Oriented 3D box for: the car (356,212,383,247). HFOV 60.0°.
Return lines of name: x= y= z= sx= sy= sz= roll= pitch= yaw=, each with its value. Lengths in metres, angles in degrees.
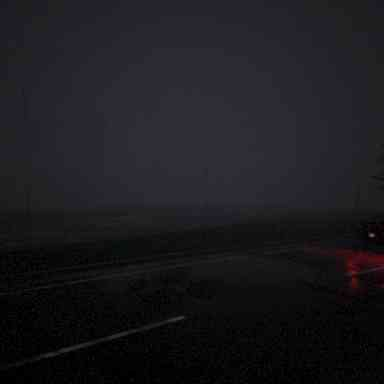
car: x=8.883 y=1.452 z=13.406 sx=5.008 sy=1.535 sz=1.882 roll=0 pitch=0 yaw=-26
